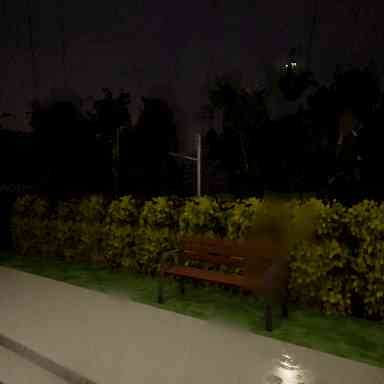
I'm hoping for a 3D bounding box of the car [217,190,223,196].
[{"bbox_3d":[6.300,0.604,57.397,2.150,2.045,5.566,0,2,35],"label":"car"}]
